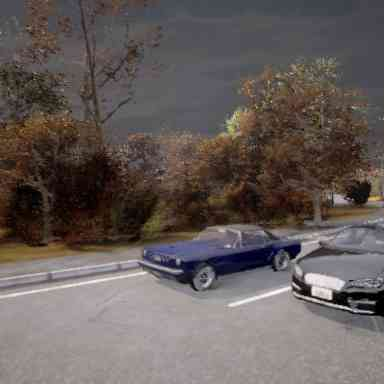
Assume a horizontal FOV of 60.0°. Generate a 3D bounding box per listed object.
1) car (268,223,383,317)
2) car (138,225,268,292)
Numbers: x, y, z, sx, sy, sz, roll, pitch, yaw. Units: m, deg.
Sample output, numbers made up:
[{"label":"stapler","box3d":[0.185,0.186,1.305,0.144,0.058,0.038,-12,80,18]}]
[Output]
[{"label":"car","box3d":[4.147,1.474,7.332,4.902,1.511,2.128,0,0,-39]},{"label":"car","box3d":[0.930,1.625,9.222,4.718,1.301,1.895,0,0,-38]}]
